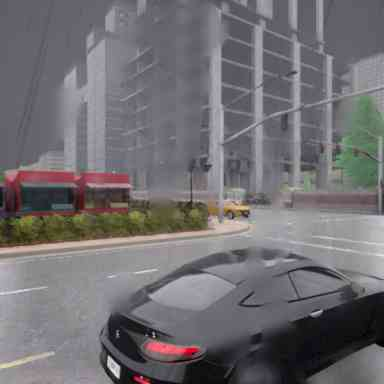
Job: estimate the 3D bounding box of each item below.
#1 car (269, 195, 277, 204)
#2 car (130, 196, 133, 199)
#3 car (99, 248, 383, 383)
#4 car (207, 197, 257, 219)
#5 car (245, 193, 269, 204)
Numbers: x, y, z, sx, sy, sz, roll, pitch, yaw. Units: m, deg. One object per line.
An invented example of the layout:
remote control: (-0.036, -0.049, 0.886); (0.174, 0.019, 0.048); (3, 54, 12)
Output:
car: (13.213, 1.106, 59.368); (1.905, 1.878, 3.866); (0, 0, -36)
car: (-8.743, 1.293, 44.301); (2.097, 1.767, 4.553); (0, 0, -36)
car: (1.114, 1.525, 4.580); (4.674, 1.442, 1.812); (0, 0, -35)
car: (2.836, 1.419, 28.373); (1.882, 1.535, 5.008); (0, 0, -36)
car: (10.824, 1.106, 57.652); (1.905, 1.878, 3.866); (0, 0, -36)
